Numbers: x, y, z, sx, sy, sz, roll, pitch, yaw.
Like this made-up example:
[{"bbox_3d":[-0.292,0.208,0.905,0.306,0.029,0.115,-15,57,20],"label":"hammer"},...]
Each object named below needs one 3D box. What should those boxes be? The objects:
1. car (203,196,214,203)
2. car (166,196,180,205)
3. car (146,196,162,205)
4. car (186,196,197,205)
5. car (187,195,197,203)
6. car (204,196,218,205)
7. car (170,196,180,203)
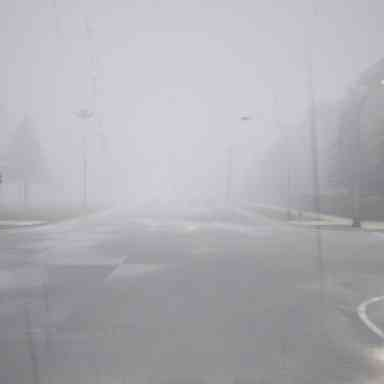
[{"bbox_3d":[3.465,1.527,69.070,2.033,1.411,5.357,0,0,0],"label":"car"},{"bbox_3d":[-3.529,1.571,59.065,1.812,1.442,4.674,0,0,0],"label":"car"},{"bbox_3d":[-7.029,1.646,59.093,1.895,1.301,4.718,0,0,0],"label":"car"},{"bbox_3d":[-0.029,1.537,58.650,2.128,1.511,4.902,0,0,0],"label":"car"},{"bbox_3d":[-0.035,1.504,69.068,2.128,1.511,4.902,0,0,0],"label":"car"},{"bbox_3d":[3.471,1.609,59.069,1.994,1.385,4.181,0,0,0],"label":"car"},{"bbox_3d":[-3.535,1.581,69.096,1.895,1.301,4.718,0,0,0],"label":"car"}]
